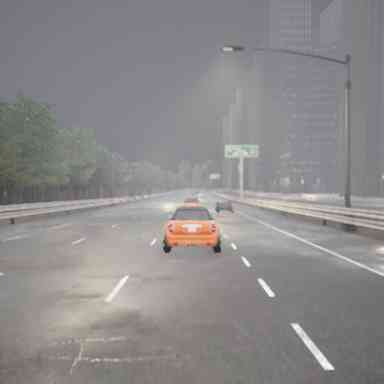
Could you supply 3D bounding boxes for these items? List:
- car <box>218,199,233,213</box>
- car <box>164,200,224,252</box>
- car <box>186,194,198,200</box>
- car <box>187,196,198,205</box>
[{"bbox_3d":[3.606,1.558,38.178,2.128,1.511,4.902,0,0,0],"label":"car"},{"bbox_3d":[0.002,1.381,14.201,2.097,1.767,4.553,0,0,0],"label":"car"},{"bbox_3d":[-0.004,1.411,33.876,2.097,1.767,4.553,0,0,0],"label":"car"},{"bbox_3d":[0.099,1.531,59.627,1.882,1.535,5.008,0,0,0],"label":"car"}]
